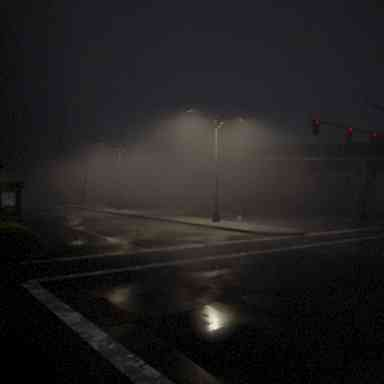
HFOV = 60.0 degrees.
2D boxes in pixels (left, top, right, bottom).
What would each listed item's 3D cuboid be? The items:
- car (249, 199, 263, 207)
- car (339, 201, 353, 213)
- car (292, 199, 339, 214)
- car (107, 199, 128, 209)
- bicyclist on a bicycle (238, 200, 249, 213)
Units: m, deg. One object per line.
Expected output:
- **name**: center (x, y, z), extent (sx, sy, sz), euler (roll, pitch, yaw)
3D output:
- **car**: center (11.934, 1.982, 60.532), extent (1.994, 1.385, 4.181), euler (0, 0, 29)
- **car**: center (17.860, 1.805, 41.380), extent (1.970, 1.475, 3.806), euler (1, 0, -34)
- **car**: center (13.562, 1.594, 37.495), extent (2.242, 1.667, 4.611), euler (1, 0, -34)
- **car**: center (-11.314, 1.772, 50.325), extent (1.994, 1.385, 4.181), euler (1, 0, -35)
- **bicyclist on a bicycle**: center (5.999, 1.689, 39.202), extent (1.656, 1.620, 0.582), euler (-5, -7, -36)
